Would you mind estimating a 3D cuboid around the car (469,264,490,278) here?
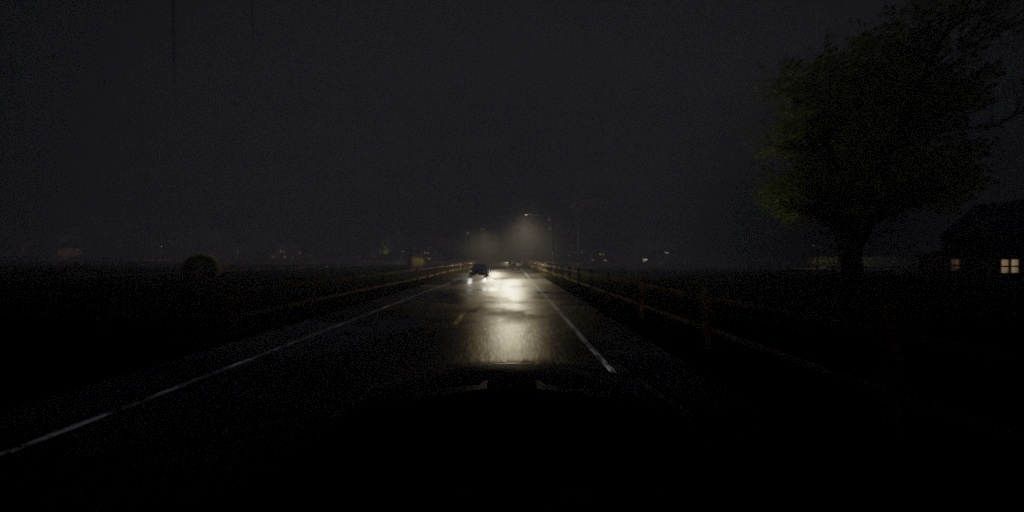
[{"bbox_3d":[-3.484,1.568,38.677,1.812,1.442,4.674,0,-1,0],"label":"car"}]
